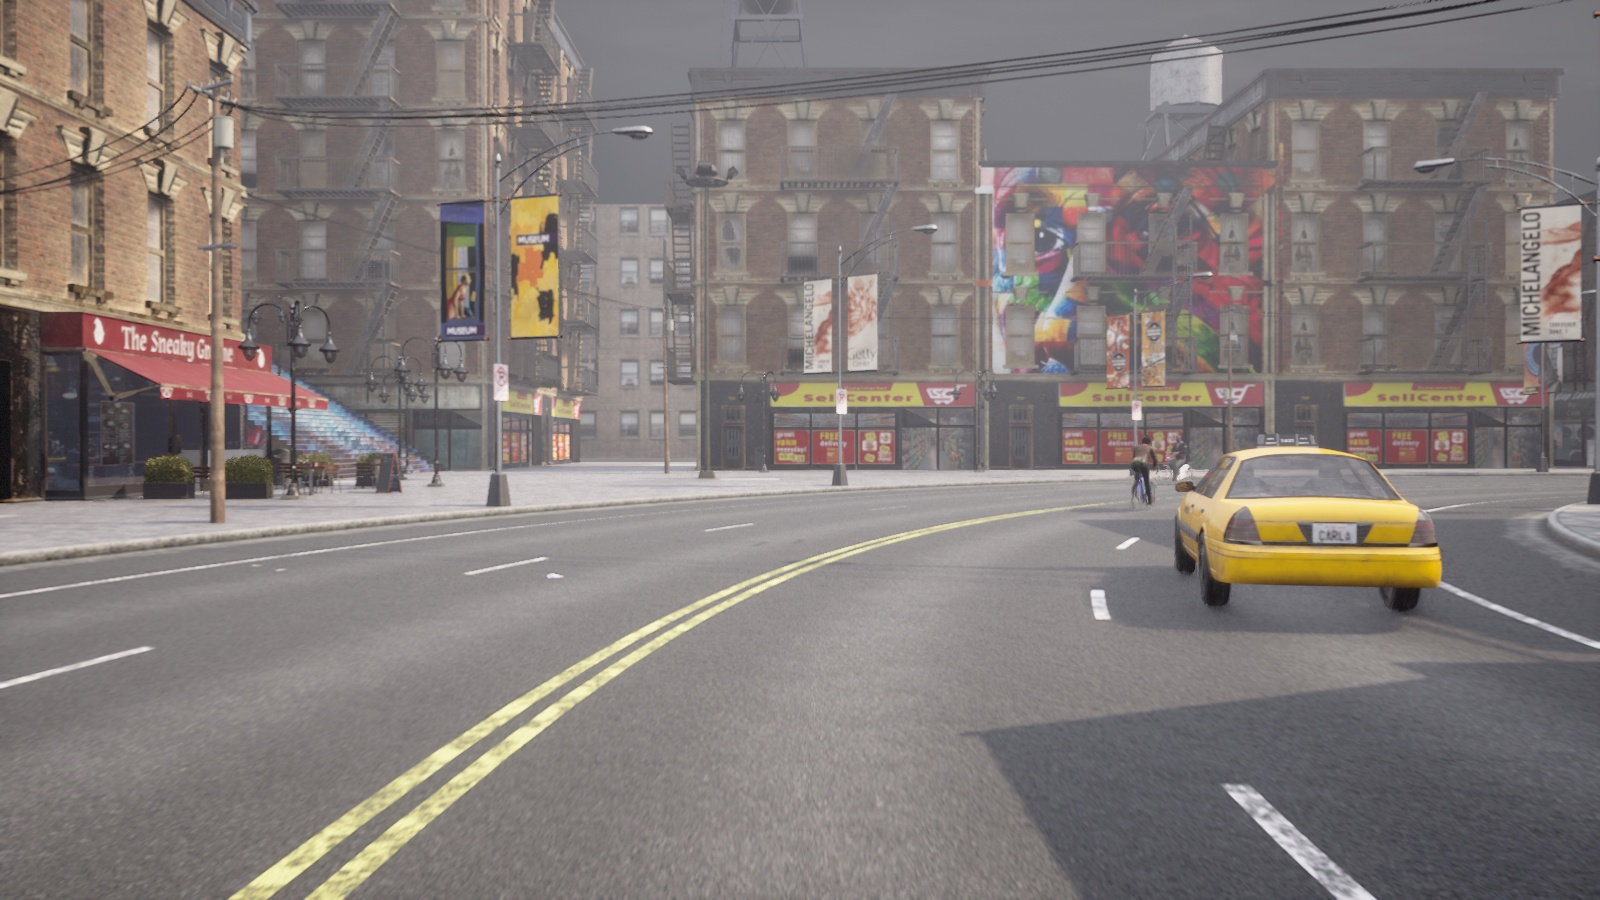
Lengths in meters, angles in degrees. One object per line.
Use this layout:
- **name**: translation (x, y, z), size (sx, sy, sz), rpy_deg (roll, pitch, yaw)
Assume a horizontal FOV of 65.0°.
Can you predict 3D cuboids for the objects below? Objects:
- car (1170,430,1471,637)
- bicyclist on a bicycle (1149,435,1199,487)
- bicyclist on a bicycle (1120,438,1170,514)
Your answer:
- **car**: translation (4.791, 0.620, 12.370), size (1.801, 1.575, 5.366), rpy_deg (0, 0, 12)
- **bicyclist on a bicycle**: translation (12.943, 0.383, 43.465), size (1.843, 1.776, 0.659), rpy_deg (0, 1, -35)
- **bicyclist on a bicycle**: translation (7.575, 0.550, 27.507), size (0.582, 1.620, 1.656), rpy_deg (1, 0, 32)
